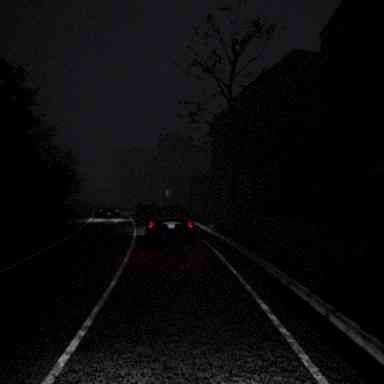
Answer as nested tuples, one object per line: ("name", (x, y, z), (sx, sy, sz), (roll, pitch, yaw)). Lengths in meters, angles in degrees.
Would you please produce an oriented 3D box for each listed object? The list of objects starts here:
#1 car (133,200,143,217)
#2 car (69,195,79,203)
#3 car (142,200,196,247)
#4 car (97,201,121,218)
("car", (-4.659, 1.549, 32.630), (1.882, 1.535, 5.008), (2, -1, -16))
("car", (-24.182, 1.331, 66.971), (1.812, 1.442, 4.674), (3, -1, -32))
("car", (-1.080, 1.376, 15.289), (2.097, 1.767, 4.553), (1, 0, -7))
("car", (-7.394, 1.514, 29.610), (1.812, 1.442, 4.674), (1, 0, -15))
